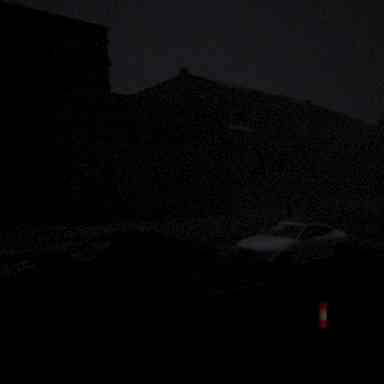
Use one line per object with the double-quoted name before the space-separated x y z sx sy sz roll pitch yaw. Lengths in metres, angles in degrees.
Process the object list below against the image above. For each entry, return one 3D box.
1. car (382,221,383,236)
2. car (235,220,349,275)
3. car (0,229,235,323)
"car" 11.972 1.610 17.656 5.008 1.535 2.097 0 -1 -37
"car" 3.516 1.718 11.373 4.674 1.452 2.002 0 1 -34
"car" -1.665 1.705 7.907 5.008 1.535 2.097 0 0 -32
